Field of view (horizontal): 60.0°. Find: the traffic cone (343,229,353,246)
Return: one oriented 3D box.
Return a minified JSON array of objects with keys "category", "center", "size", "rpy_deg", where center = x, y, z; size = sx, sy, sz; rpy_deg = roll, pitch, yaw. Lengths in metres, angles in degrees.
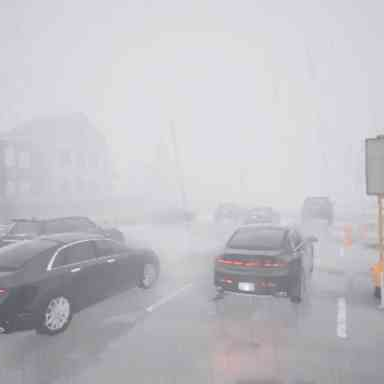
[{"category":"traffic cone","center":[6.728,2.009,14.347],"size":[0.340,0.580,0.340],"rpy_deg":[-1,-1,24]}]

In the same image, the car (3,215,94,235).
[{"category":"car","center":[-4.306,1.570,11.564],"size":[2.097,1.767,4.553],"rpy_deg":[-1,-1,24]}]

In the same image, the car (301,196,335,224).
[{"category":"car","center":[9.824,1.359,25.935],"size":[2.150,2.045,5.566],"rpy_deg":[-1,-1,24]}]

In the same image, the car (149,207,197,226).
[{"category":"car","center":[-1.397,1.894,26.560],"size":[2.033,1.411,5.357],"rpy_deg":[-1,-1,24]}]

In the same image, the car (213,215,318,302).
[{"category":"car","center":[2.029,1.573,8.579],"size":[1.837,1.490,4.892],"rpy_deg":[-1,-1,24]}]

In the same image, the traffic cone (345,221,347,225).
[{"category":"traffic cone","center":[8.368,2.023,17.995],"size":[0.340,0.580,0.340],"rpy_deg":[-1,-1,24]}]

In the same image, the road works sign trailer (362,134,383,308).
[{"category":"road works sign trailer","center":[5.188,0.461,7.371],"size":[2.380,3.560,2.880],"rpy_deg":[-1,-1,24]}]

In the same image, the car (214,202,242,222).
[{"category":"car","center":[3.579,1.640,29.108],"size":[2.097,1.767,4.553],"rpy_deg":[-1,-1,24]}]

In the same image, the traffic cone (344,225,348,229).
[{"category":"traffic cone","center":[7.548,2.016,16.171],"size":[0.340,0.580,0.340],"rpy_deg":[-1,-1,24]}]

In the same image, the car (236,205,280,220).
[{"category":"car","center":[5.103,1.745,23.955],"size":[2.033,1.411,5.357],"rpy_deg":[-1,-1,24]}]

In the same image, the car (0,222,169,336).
[{"category":"car","center":[-2.465,1.636,7.116],"size":[1.837,1.490,4.892],"rpy_deg":[-1,-1,24]}]
